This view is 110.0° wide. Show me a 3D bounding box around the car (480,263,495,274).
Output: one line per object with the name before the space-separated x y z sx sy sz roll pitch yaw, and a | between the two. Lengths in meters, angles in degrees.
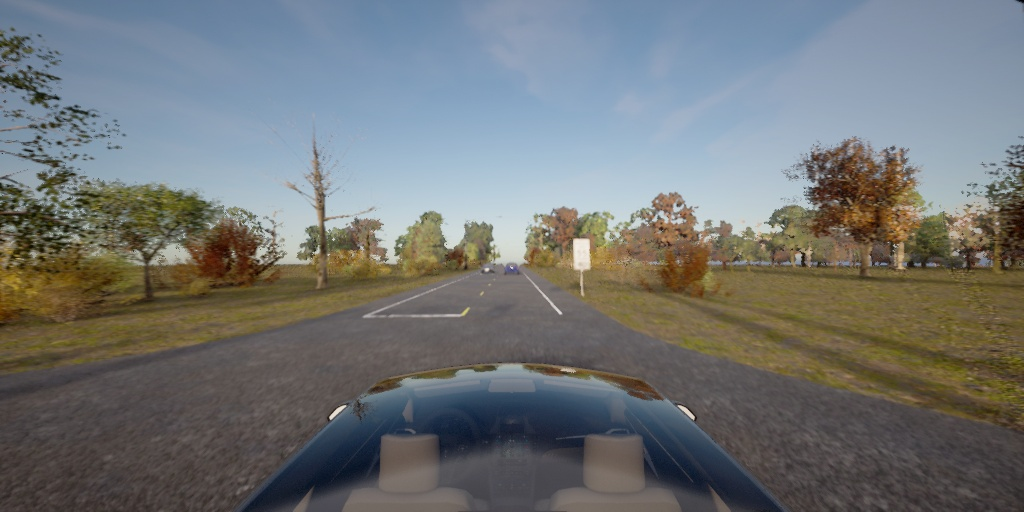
car | -3.530 1.805 52.947 2.128 1.511 4.902 -1 -1 0

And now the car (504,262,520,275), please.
car | -0.030 1.568 48.334 2.097 1.767 4.553 -1 -1 0
